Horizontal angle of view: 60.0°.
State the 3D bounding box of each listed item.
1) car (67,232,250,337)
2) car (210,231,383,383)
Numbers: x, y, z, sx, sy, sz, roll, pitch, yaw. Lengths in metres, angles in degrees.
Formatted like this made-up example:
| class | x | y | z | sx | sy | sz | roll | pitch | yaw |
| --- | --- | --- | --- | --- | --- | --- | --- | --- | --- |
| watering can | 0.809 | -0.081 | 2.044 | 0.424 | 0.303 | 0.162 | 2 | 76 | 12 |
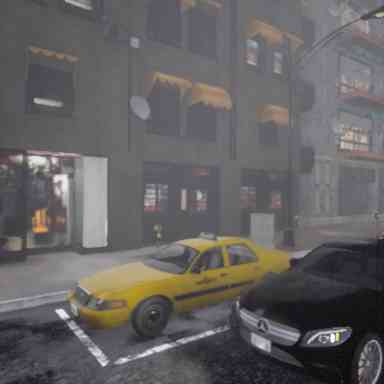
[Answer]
| class | x | y | z | sx | sy | sz | roll | pitch | yaw |
| --- | --- | --- | --- | --- | --- | --- | --- | --- | --- |
| car | 0.113 | 1.524 | 6.630 | 4.829 | 1.417 | 1.752 | 0 | 1 | -35 |
| car | 2.710 | 1.523 | 5.300 | 4.674 | 1.442 | 1.812 | 0 | 0 | -36 |
